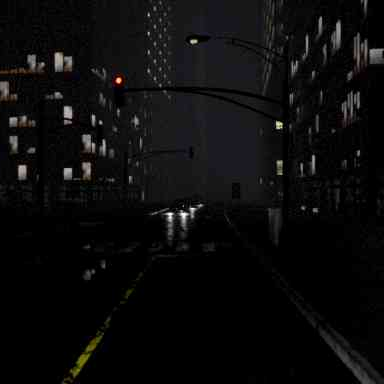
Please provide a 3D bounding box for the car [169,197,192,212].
[{"bbox_3d":[-1.448,1.498,37.854,1.812,1.442,4.674,0,0,5],"label":"car"}]

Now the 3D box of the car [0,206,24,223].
[{"bbox_3d":[-16.444,1.853,28.063,4.403,1.369,2.008,-1,1,10],"label":"car"}]

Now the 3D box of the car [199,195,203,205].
[{"bbox_3d":[0.751,1.290,59.126,2.097,1.767,4.553,0,0,8],"label":"car"}]

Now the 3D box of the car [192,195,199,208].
[{"bbox_3d":[-0.520,1.483,47.968,1.812,1.442,4.674,0,0,5],"label":"car"}]
